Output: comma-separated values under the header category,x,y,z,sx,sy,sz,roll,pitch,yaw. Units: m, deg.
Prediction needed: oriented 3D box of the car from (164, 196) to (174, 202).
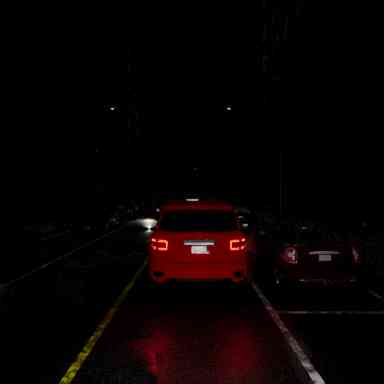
category,x,y,z,sx,sy,sz,roll,pitch,yaw
car,-5.529,1.617,79.022,2.008,1.369,4.403,0,0,0

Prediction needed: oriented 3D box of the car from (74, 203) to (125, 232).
category,x,y,z,sx,sy,sz,roll,pitch,yaw
car,-5.649,1.567,20.100,1.947,1.339,4.313,0,0,0

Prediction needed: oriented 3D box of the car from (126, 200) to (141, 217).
category,x,y,z,sx,sy,sz,roll,pitch,yaw
car,-5.637,1.444,31.103,1.967,1.590,4.097,0,0,0

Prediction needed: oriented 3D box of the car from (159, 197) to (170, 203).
category,x,y,z,sx,sy,sz,roll,pitch,yaw
car,-5.561,1.626,68.206,1.802,1.307,4.206,0,0,0

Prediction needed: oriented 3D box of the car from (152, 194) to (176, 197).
category,x,y,z,sx,sy,sz,roll,pitch,yaw
car,-2.967,1.211,31.756,2.150,2.045,5.566,0,0,0

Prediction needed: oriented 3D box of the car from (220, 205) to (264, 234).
category,x,y,z,sx,sy,sz,roll,pitch,yaw
car,2.876,1.552,20.090,2.008,1.369,4.403,0,0,0

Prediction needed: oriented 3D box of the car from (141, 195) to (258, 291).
category,x,y,z,sx,sy,sz,roll,pitch,yaw
car,0.114,1.221,9.174,2.150,2.045,5.566,0,0,0

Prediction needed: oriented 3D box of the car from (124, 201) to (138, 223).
category,x,y,z,sx,sy,sz,roll,pitch,yaw
car,-5.644,1.584,25.601,1.802,1.307,4.206,0,0,0

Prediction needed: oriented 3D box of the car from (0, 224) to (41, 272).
category,x,y,z,sx,sy,sz,roll,pitch,yaw
car,-5.661,1.582,9.097,1.802,1.307,4.206,0,0,0

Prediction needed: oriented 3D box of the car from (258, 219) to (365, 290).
category,x,y,z,sx,sy,sz,roll,pitch,yaw
car,2.864,1.440,9.088,1.967,1.590,4.097,0,0,0

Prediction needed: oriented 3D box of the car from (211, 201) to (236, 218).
category,x,y,z,sx,sy,sz,roll,pitch,yaw
car,2.888,1.570,31.093,1.947,1.339,4.313,0,0,0

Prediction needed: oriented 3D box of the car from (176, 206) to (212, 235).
category,x,y,z,sx,sy,sz,roll,pitch,yaw
car,0.121,1.602,19.944,1.895,1.301,4.718,0,0,0

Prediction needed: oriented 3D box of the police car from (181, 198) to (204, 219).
category,x,y,z,sx,sy,sz,roll,pitch,yaw
police car,0.033,1.428,30.207,1.930,1.638,5.238,0,0,0
